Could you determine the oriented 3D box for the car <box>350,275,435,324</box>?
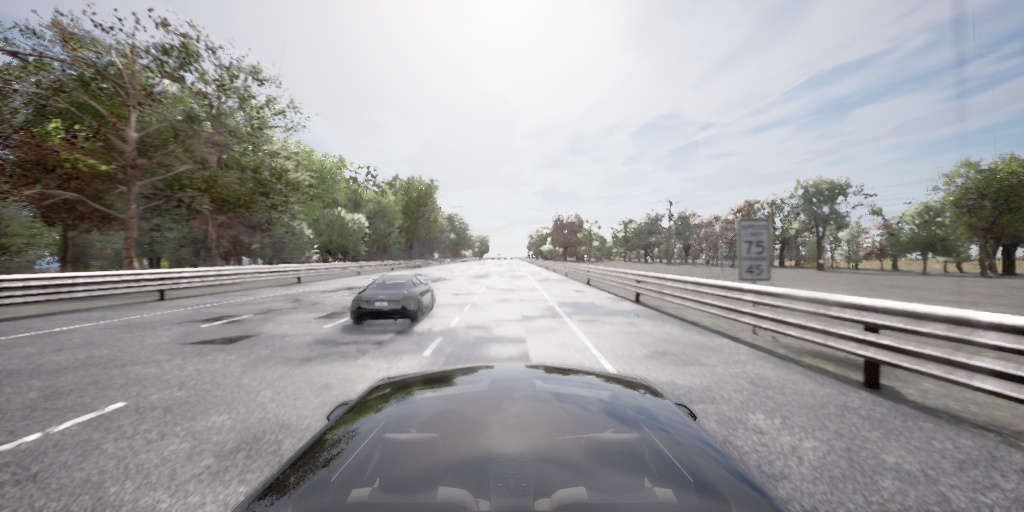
[{"bbox_3d":[-3.816,1.325,12.065,1.994,1.385,4.181,0,0,-4],"label":"car"}]
